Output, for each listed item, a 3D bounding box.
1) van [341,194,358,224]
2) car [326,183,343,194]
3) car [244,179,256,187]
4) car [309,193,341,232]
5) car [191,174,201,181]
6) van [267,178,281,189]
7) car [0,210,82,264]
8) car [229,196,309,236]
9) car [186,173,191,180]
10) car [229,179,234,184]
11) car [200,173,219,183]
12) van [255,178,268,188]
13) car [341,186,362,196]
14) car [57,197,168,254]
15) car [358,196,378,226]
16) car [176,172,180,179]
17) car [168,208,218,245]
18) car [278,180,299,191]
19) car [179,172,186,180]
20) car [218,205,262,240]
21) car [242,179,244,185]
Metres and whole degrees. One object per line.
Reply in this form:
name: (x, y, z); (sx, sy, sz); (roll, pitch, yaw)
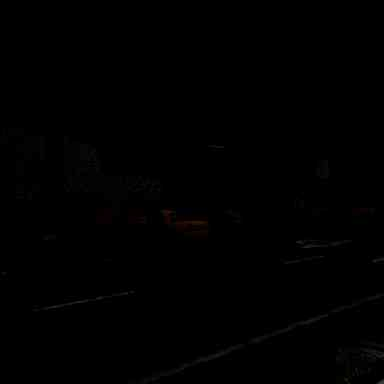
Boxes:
van: (8.364, 1.294, 22.293); (4.442, 1.987, 1.878); (-1, -1, 35)
car: (23.917, -0.431, 55.035); (2.435, 2.045, 5.566); (7, 3, 35)
car: (13.618, -1.817, 69.968); (1.946, 1.575, 5.366); (7, 3, 35)
car: (5.829, 1.265, 20.619); (5.566, 2.045, 2.435); (-1, -1, 35)
car: (3.063, -3.703, 84.502); (2.435, 2.045, 5.566); (7, 3, 34)
van: (16.930, -1.496, 64.771); (1.878, 1.987, 4.442); (7, 4, 35)
car: (-6.468, 1.523, 11.935); (4.792, 1.488, 2.163); (-1, -1, 34)
car: (3.318, 1.260, 18.910); (5.566, 2.045, 2.435); (-1, -1, 35)
car: (1.264, -3.855, 86.965); (2.185, 1.767, 4.553); (6, 3, 34)
car: (10.036, -2.322, 74.745); (2.002, 1.452, 4.674); (7, 3, 35)
car: (4.918, -3.181, 82.246); (1.946, 1.575, 5.366); (7, 3, 34)
van: (15.197, -1.769, 67.240); (1.878, 1.987, 4.442); (7, 4, 35)
car: (25.612, 0.132, 52.566); (2.002, 1.452, 4.674); (7, 3, 35)
car: (-4.027, 1.246, 13.685); (5.566, 2.045, 2.435); (-1, -1, 34)
car: (10.770, 1.400, 24.047); (4.553, 1.767, 2.185); (-1, -1, 35)
car: (-2.245, -4.367, 91.777); (2.435, 2.045, 5.566); (1, -1, 34)
car: (-1.710, 1.501, 15.516); (5.366, 1.575, 1.946); (-1, -1, 34)
car: (18.694, -0.997, 62.412); (2.231, 1.521, 4.892); (7, 3, 35)
car: (-0.470, -4.090, 89.432); (2.185, 1.767, 4.553); (4, 1, 33)
car: (0.894, 1.546, 17.148); (4.674, 1.452, 2.002); (-1, -1, 35)
car: (11.783, -2.048, 72.285); (2.002, 1.452, 4.674); (7, 3, 35)
